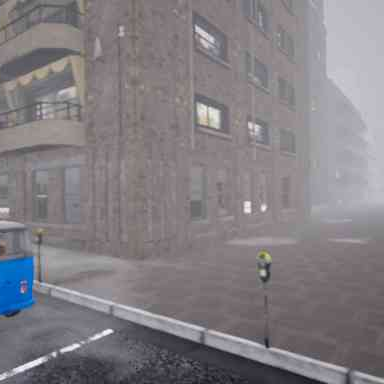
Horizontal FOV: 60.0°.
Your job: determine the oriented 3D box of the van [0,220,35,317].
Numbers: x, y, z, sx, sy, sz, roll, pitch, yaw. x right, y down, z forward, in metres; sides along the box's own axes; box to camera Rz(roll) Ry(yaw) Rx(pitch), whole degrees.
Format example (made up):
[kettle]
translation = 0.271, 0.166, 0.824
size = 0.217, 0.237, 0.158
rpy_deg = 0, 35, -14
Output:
[van]
translation = -4.615, 1.348, 6.188
size = 3.998, 1.788, 1.690
rpy_deg = 0, -1, 36
